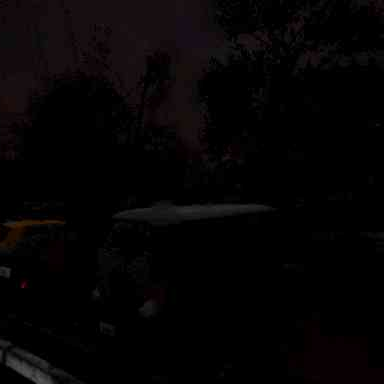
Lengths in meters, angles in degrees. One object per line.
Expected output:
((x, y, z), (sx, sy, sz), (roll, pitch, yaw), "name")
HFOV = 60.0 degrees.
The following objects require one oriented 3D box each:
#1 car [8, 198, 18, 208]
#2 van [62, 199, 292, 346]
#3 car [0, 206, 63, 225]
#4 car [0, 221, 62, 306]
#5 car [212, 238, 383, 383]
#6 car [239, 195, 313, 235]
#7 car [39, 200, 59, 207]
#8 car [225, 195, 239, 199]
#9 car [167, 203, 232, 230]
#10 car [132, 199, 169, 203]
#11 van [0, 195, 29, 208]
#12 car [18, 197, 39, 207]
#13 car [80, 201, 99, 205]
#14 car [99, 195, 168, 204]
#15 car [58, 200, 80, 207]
((-15.212, 1.560, 33.215), (2.002, 1.452, 4.674), (0, 0, 35), "car")
((0.153, 1.246, 6.230), (1.878, 1.987, 4.442), (0, 0, 35), "van")
((-6.652, 1.471, 11.167), (2.097, 1.535, 5.008), (0, 0, 35), "car")
((-2.053, 1.501, 7.965), (2.163, 1.488, 4.792), (0, 0, 35), "car")
((2.495, 1.502, 4.686), (2.163, 1.488, 4.792), (0, 0, 35), "car")
((5.154, 1.221, 18.817), (2.435, 2.045, 5.566), (0, 0, 35), "car")
((-10.662, 1.503, 30.001), (2.097, 1.535, 5.008), (0, 0, 35), "car")
((2.978, 1.220, 20.351), (2.435, 2.045, 5.566), (0, 0, 35), "car")
((0.618, 1.513, 22.049), (2.002, 1.452, 4.674), (0, 0, 35), "car")
((-1.558, 1.476, 23.580), (2.097, 1.535, 5.008), (0, 0, 35), "car")
((-19.696, 1.311, 36.527), (1.878, 1.987, 4.442), (0, 0, 35), "van")
((-13.042, 1.509, 31.460), (1.946, 1.575, 5.366), (0, 0, 35), "car")
((-6.090, 1.516, 26.818), (2.163, 1.488, 4.792), (0, 0, 35), "car")
((-3.849, 1.229, 25.168), (2.435, 2.045, 5.566), (0, 0, 35), "car")
((-8.400, 1.525, 28.376), (2.163, 1.488, 4.792), (0, 0, 35), "car")
